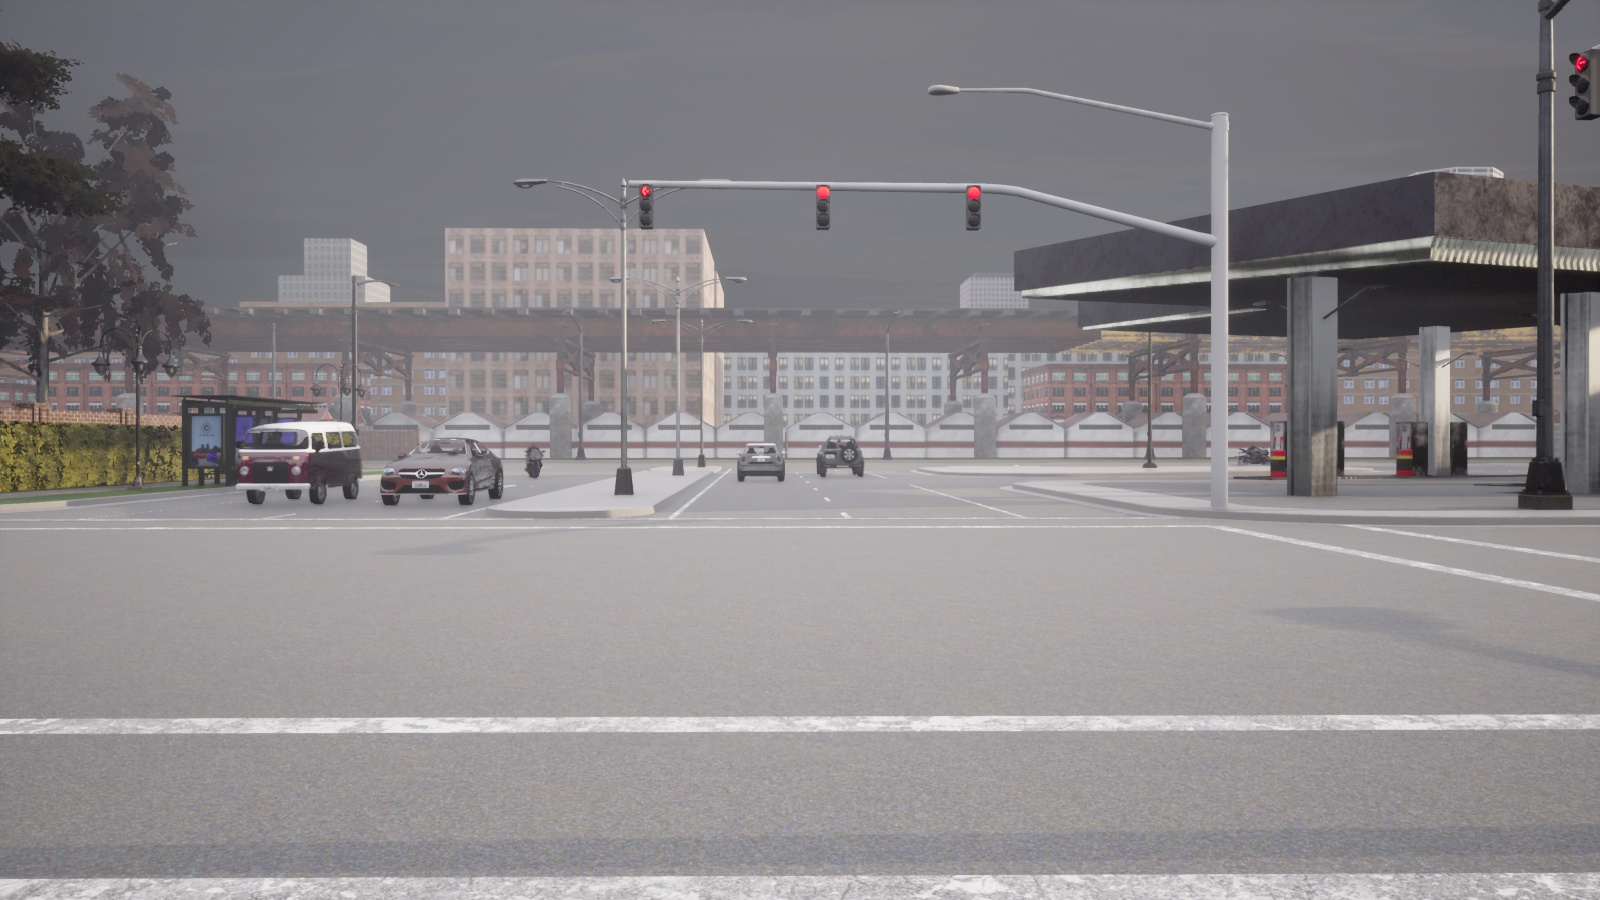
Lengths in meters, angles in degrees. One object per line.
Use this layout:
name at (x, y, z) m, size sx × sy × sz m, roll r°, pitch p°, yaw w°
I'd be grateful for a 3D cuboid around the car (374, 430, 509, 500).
car at (-9.015, 0.337, 32.078) m, size 2.152 × 1.651 × 5.027 m, roll 0°, pitch 0°, yaw -2°

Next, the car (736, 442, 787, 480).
car at (-1.563, 0.425, 50.545) m, size 1.970 × 1.475 × 3.806 m, roll 0°, pitch 0°, yaw -2°

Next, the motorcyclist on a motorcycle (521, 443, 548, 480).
motorcyclist on a motorcycle at (-11.227, 0.473, 53.012) m, size 0.866 × 1.530 × 2.191 m, roll 0°, pitch 0°, yaw -19°

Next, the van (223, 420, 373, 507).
van at (-12.503, 0.274, 31.619) m, size 2.069 × 2.038 × 4.480 m, roll 0°, pitch 1°, yaw -2°

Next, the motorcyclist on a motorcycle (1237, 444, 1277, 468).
motorcyclist on a motorcycle at (28.926, 0.356, 79.487) m, size 2.191 × 1.530 × 0.866 m, roll 0°, pitch 0°, yaw -1°

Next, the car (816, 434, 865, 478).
car at (1.765, 0.246, 56.362) m, size 1.932 × 1.855 × 4.605 m, roll 0°, pitch 0°, yaw -2°
